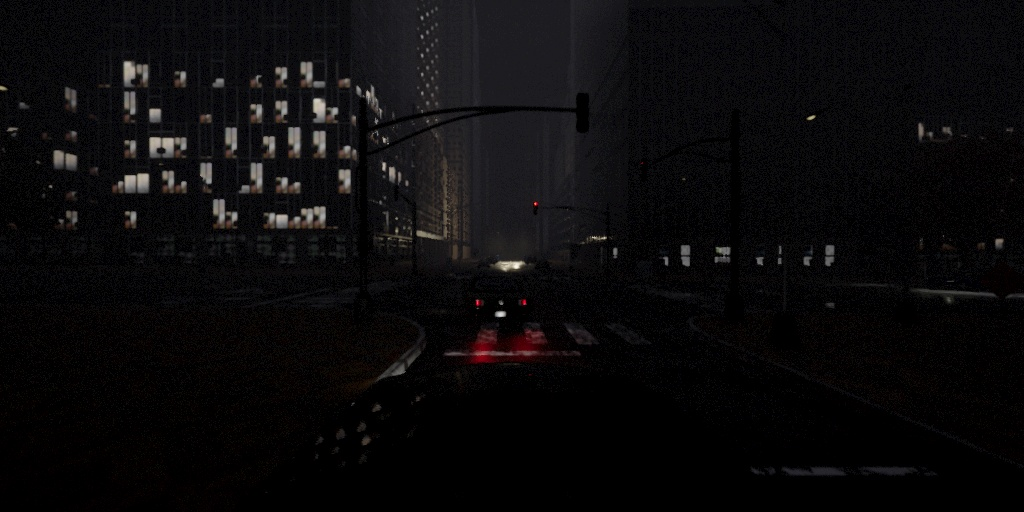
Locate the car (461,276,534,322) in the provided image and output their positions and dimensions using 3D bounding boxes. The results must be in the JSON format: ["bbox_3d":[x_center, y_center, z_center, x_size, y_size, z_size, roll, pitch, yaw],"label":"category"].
[{"bbox_3d":[-0.713,1.302,12.085,1.895,1.301,4.718,1,0,-11],"label":"car"}]

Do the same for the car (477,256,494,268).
[{"bbox_3d":[-4.052,1.057,51.932,1.802,1.307,4.207,0,0,0],"label":"car"}]

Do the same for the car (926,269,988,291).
[{"bbox_3d":[33.197,1.709,26.103,5.008,1.535,1.882,1,0,-3],"label":"car"}]

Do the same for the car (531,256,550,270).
[{"bbox_3d":[3.904,1.075,46.444,1.948,1.339,4.313,0,0,0],"label":"car"}]

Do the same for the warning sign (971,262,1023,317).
[{"bbox_3d":[17.270,1.142,12.650,1.060,1.860,1.300,0,0,-3],"label":"warning sign"}]
